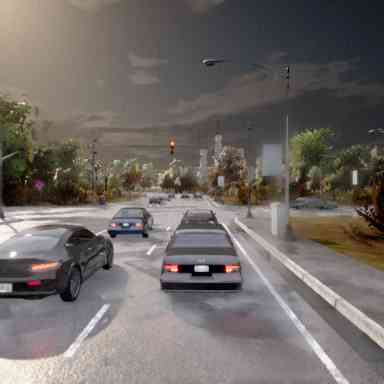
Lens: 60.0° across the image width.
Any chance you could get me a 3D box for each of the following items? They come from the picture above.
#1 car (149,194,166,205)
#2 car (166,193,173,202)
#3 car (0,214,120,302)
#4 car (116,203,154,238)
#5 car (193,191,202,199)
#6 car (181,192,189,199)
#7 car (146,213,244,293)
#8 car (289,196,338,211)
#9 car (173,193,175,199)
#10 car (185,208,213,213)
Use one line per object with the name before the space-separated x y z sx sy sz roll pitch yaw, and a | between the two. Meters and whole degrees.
car | -6.016 1.352 55.705 2.033 1.411 5.357 0 0 1
car | -5.637 1.245 69.862 1.812 1.442 4.674 0 0 1
car | -3.281 1.515 8.152 1.812 1.442 4.674 0 0 1
car | -3.090 1.508 17.477 2.033 1.411 5.357 0 0 -2
car | 1.679 0.994 85.845 1.812 1.442 4.674 0 1 1
car | -1.826 1.064 85.597 1.895 1.301 4.718 0 1 1
car | 0.228 1.536 8.989 2.033 1.411 5.357 0 0 1
car | 14.190 1.420 38.894 5.357 1.411 2.033 0 0 -2
car | -5.336 1.015 85.072 2.033 1.411 5.357 0 1 1
car | 0.414 1.557 18.539 1.895 1.301 4.718 0 0 2
